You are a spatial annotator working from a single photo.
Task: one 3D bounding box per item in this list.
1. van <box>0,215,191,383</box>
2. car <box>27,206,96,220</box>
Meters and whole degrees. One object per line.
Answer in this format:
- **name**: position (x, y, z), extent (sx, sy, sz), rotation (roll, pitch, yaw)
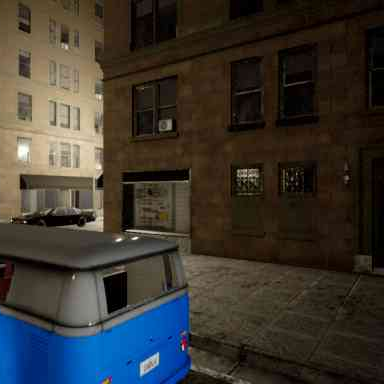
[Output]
- **van**: position (-1.937, 1.341, 4.067), extent (3.998, 1.788, 1.690), rotation (0, 0, 33)
- **car**: position (-8.757, 1.627, 21.480), extent (2.033, 1.411, 5.357), rotation (0, 0, 33)
